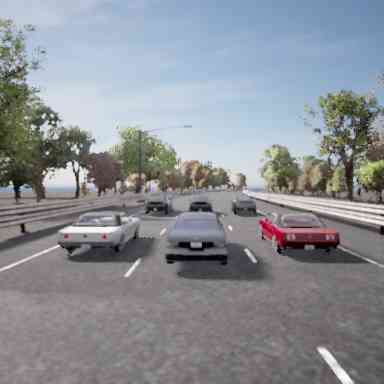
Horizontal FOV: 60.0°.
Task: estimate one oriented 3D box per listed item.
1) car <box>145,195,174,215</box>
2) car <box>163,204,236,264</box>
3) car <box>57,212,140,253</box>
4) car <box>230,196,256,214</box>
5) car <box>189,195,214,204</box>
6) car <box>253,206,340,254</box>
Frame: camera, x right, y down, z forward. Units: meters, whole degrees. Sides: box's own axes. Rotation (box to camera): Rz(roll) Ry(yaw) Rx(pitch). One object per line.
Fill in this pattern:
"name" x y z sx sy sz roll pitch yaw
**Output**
"car" -2.717 1.052 28.277 1.837 1.490 4.892 0 1 3
"car" 0.187 1.368 11.063 2.033 1.411 5.357 0 1 2
"car" -3.258 1.395 12.691 1.895 1.301 4.718 0 1 2
"car" 4.273 1.044 27.986 2.128 1.511 4.902 0 1 3
"car" 0.778 1.057 28.154 1.837 1.490 4.892 0 1 3
"car" 3.742 1.397 12.558 1.895 1.301 4.718 0 1 2
